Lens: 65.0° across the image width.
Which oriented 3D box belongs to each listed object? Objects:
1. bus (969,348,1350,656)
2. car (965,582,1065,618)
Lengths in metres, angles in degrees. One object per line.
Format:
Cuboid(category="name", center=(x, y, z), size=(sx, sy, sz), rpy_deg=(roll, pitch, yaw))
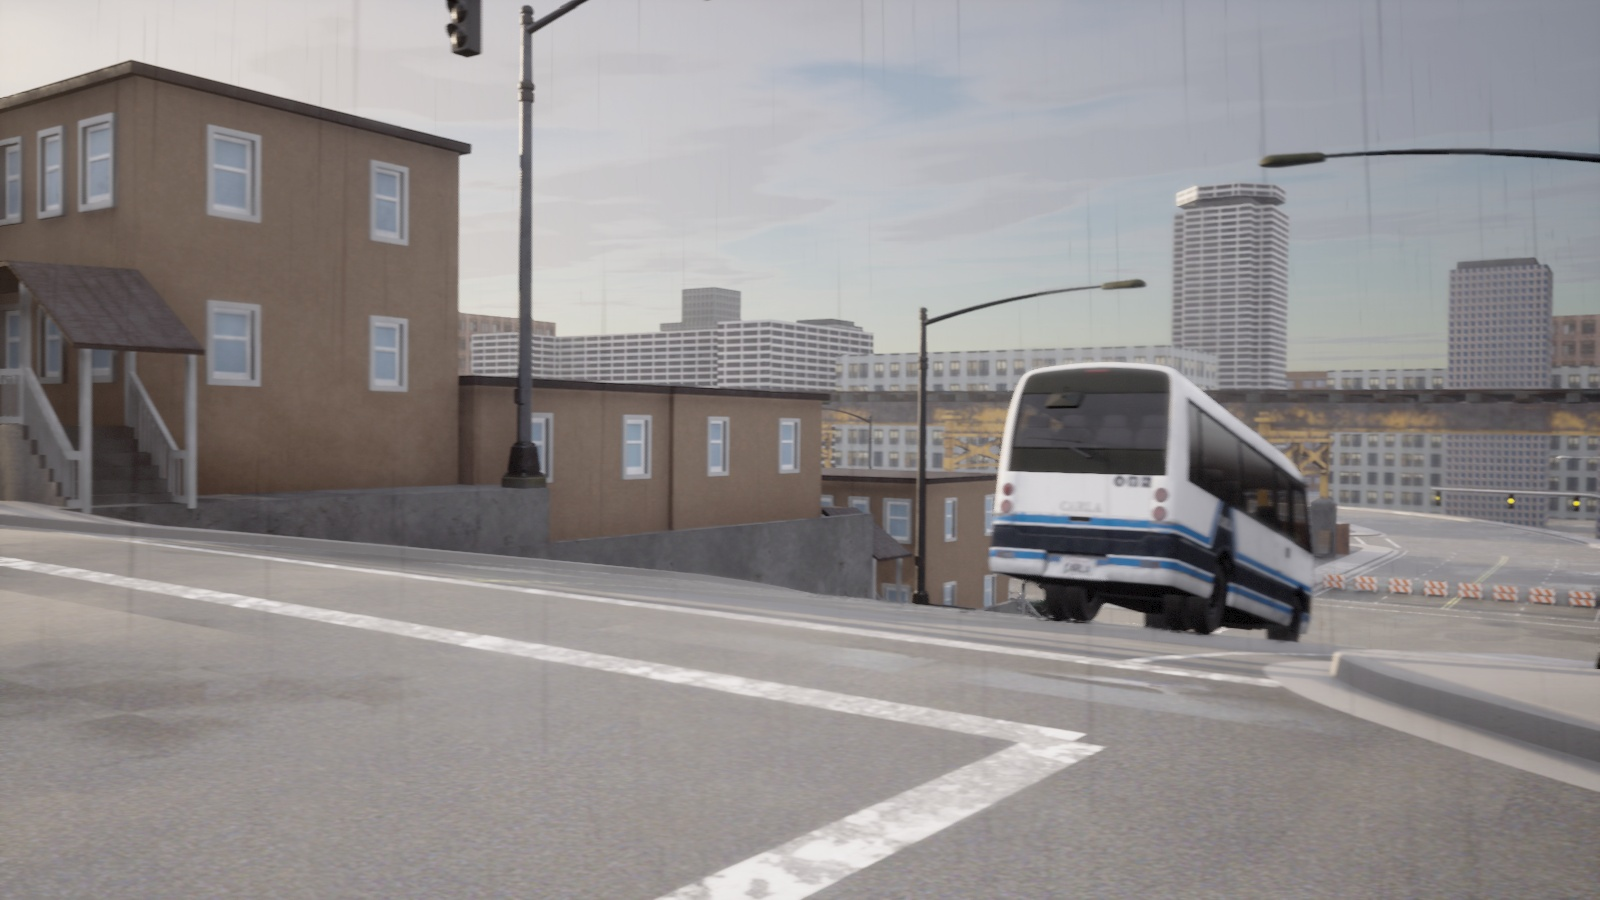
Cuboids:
Cuboid(category="bus", center=(7.619, 1.441, 24.832), size=(3.944, 4.253, 10.273), rpy_deg=(0, -11, 35))
Cuboid(category="car", center=(10.982, 7.661, 64.276), size=(4.718, 1.301, 1.895), rpy_deg=(0, 1, 36))
